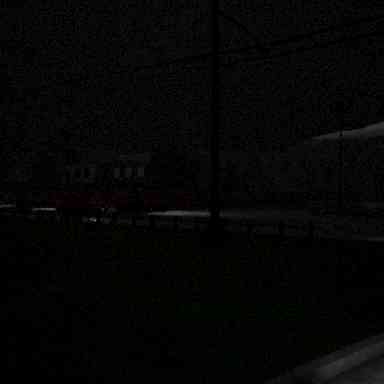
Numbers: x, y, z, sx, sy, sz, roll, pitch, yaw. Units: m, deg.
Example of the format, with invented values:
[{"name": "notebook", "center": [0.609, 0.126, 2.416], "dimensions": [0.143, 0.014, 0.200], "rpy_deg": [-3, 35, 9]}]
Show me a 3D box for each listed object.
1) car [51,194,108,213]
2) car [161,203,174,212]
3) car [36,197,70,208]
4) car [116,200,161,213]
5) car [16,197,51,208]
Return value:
[{"name": "car", "center": [-10.762, 1.266, 32.511], "dimensions": [5.566, 2.045, 2.150], "rpy_deg": [0, 0, 29]}, {"name": "car", "center": [-4.591, 1.692, 41.089], "dimensions": [4.718, 1.301, 1.895], "rpy_deg": [0, 0, 29]}, {"name": "car", "center": [-20.987, 1.545, 50.268], "dimensions": [4.902, 1.511, 2.128], "rpy_deg": [0, 0, 29]}, {"name": "car", "center": [-6.368, 1.677, 38.072], "dimensions": [4.718, 1.301, 1.895], "rpy_deg": [0, 0, 29]}, {"name": "car", "center": [-22.942, 1.530, 47.339], "dimensions": [4.902, 1.511, 2.128], "rpy_deg": [0, 0, 29]}]
